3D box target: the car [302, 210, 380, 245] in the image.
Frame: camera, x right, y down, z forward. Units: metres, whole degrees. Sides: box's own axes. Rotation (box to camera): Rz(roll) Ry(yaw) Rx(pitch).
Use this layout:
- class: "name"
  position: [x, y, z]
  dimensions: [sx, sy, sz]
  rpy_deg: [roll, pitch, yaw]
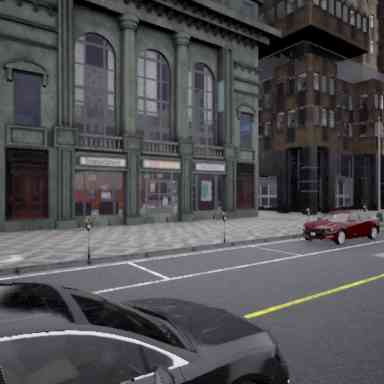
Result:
- class: "car"
  position: [6.996, 1.547, 15.505]
  dimensions: [4.507, 1.381, 1.887]
  rpy_deg: [0, 0, -35]

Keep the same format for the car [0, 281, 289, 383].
- class: "car"
  position: [-1.322, 1.506, 2.491]
  dimensions: [4.892, 1.490, 1.837]
  rpy_deg: [0, 0, -35]
